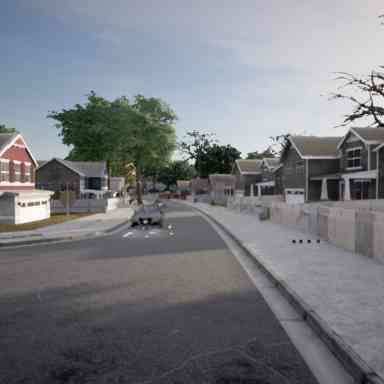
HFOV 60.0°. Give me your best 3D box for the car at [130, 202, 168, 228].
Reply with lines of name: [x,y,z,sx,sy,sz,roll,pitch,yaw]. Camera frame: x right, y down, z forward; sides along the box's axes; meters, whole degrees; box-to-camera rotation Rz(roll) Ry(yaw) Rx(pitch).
car: [-2.835,1.582,21.921,1.994,1.385,4.181,0,0,-2]

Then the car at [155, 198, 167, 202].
car: [-4.408,1.571,47.322,2.128,1.511,4.902,0,0,-5]
